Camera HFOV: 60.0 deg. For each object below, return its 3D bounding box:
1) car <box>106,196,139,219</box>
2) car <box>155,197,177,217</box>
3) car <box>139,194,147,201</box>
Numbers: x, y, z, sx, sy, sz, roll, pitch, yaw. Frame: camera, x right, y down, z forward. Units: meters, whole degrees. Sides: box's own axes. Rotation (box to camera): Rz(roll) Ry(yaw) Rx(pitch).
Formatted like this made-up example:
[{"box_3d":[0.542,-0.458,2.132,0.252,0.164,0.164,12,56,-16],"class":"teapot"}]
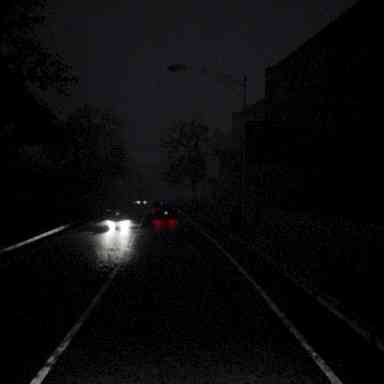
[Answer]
[{"box_3d":[-5.854,1.359,27.427,2.128,1.511,4.902,-1,0,-6],"class":"car"},{"box_3d":[-2.347,1.415,29.376,1.895,1.301,4.718,-1,0,-6],"class":"car"},{"box_3d":[-10.116,1.167,67.936,2.033,1.411,5.357,-1,0,-6],"class":"car"}]
